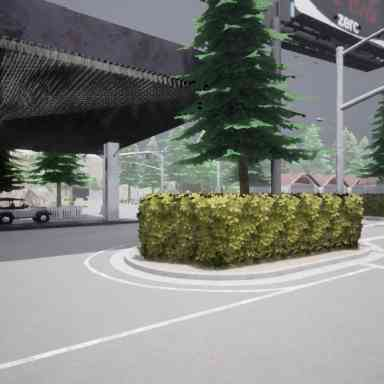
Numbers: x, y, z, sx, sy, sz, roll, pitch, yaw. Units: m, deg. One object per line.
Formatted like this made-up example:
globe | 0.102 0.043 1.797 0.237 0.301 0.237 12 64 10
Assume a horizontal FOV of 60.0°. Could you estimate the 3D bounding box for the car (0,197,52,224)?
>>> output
car | -12.050 1.313 23.427 3.866 1.878 1.905 0 0 -36
